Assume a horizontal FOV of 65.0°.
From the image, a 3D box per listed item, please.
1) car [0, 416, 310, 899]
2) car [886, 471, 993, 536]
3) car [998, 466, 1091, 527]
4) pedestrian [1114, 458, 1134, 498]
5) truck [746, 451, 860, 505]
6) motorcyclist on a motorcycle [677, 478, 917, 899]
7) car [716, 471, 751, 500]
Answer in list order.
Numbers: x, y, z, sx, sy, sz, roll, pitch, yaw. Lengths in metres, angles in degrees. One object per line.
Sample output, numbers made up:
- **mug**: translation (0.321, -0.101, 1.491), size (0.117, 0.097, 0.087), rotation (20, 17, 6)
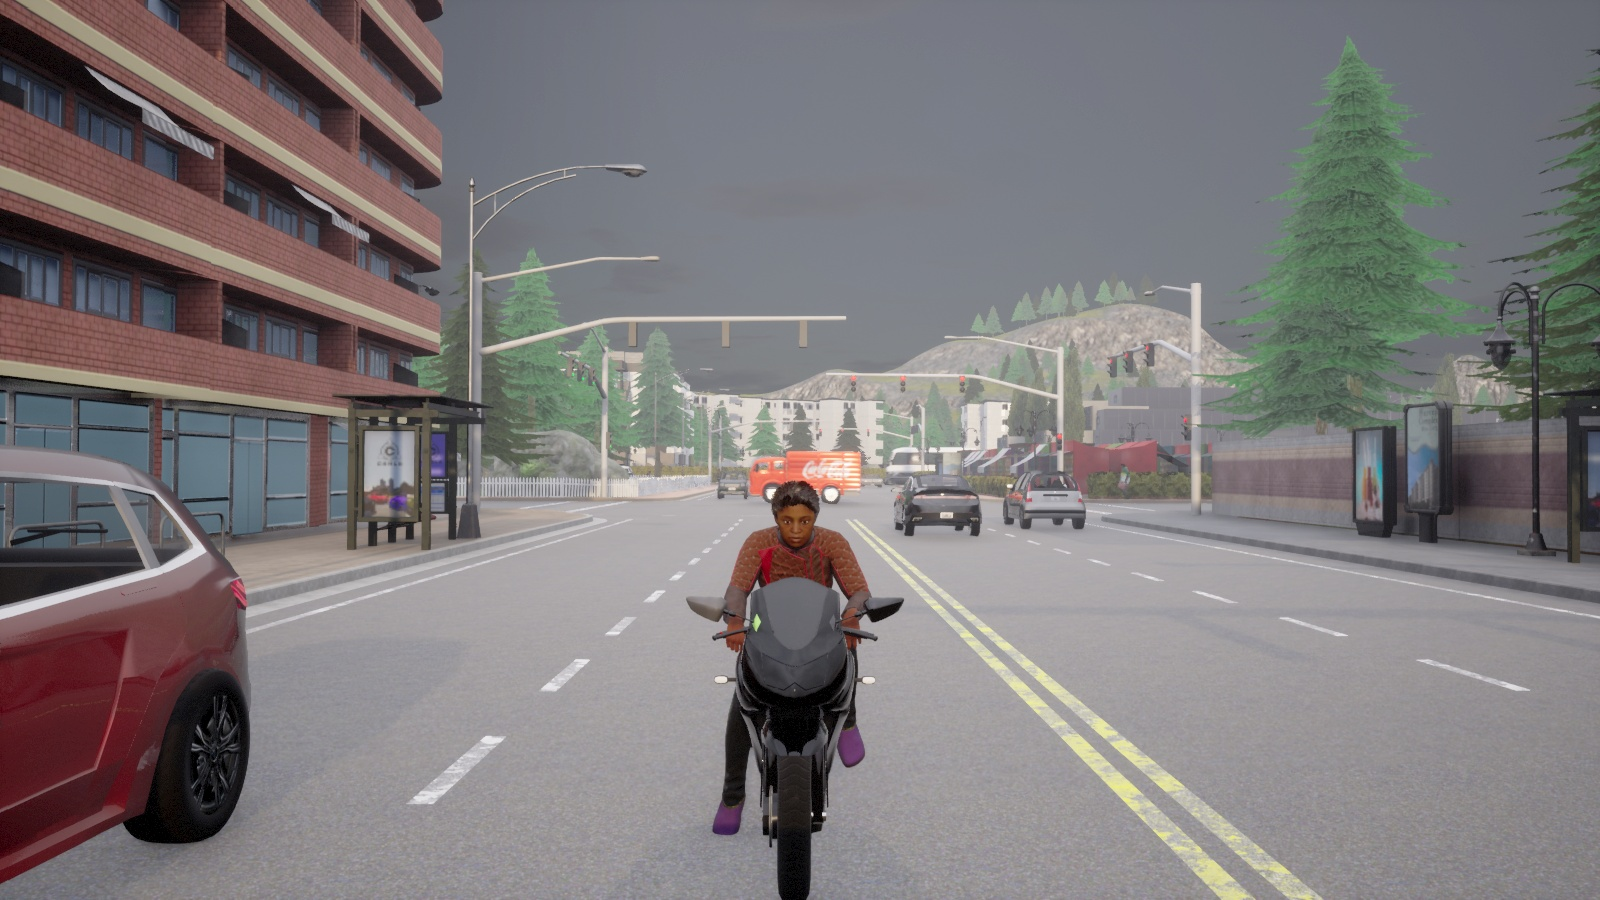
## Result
- **car**: translation (-3.511, 0.737, 3.845), size (2.242, 1.667, 4.611), rotation (0, -1, 0)
- **car**: translation (3.423, 1.288, 31.691), size (2.128, 1.511, 4.902), rotation (0, -1, 0)
- **car**: translation (6.913, 1.286, 35.846), size (1.851, 1.617, 3.988), rotation (0, -1, 0)
- **pedestrian**: translation (16.116, 1.395, 62.484), size (0.873, 1.952, 0.659), rotation (0, -1, 3)
- **truck**: translation (0.123, 1.296, 58.673), size (5.204, 2.467, 2.627), rotation (0, -1, -1)
- **motorcyclist on a motorcycle**: translation (-0.013, 0.884, 5.210), size (0.797, 1.523, 2.044), rotation (0, -1, 0)
- **car**: translation (-3.670, 1.974, 69.902), size (1.789, 1.549, 3.705), rotation (0, -1, 0)
